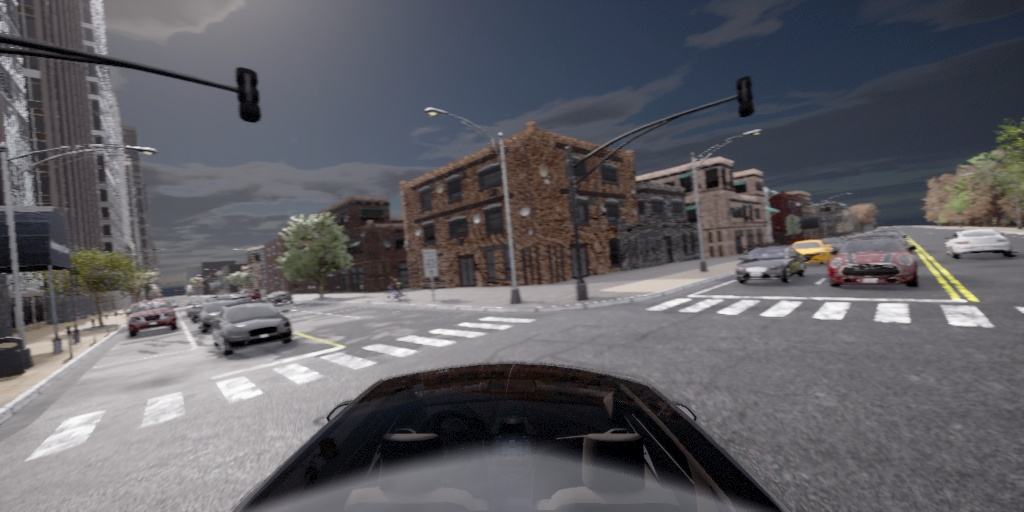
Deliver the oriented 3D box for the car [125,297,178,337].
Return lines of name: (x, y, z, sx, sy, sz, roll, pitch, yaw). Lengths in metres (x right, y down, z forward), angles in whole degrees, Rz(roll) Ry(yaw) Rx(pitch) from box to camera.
car: (-21.239, 3.556, 21.369, 2.192, 1.841, 5.009, 0, 0, -44)

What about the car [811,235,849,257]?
car: (26.765, -0.849, 30.107, 4.892, 1.490, 1.837, -5, -1, -43)

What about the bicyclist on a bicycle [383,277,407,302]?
bicyclist on a bicycle: (-7.590, 2.140, 23.247, 1.656, 1.620, 0.582, -4, -2, -44)

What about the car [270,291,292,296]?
car: (-22.776, 4.108, 35.221, 2.007, 1.370, 4.403, 0, 0, -44)

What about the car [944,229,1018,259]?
car: (24.226, -0.688, 18.745, 4.674, 1.442, 1.812, -5, -1, -43)

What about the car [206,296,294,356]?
car: (-9.352, 2.411, 12.795, 1.837, 1.490, 4.892, -5, -1, -44)

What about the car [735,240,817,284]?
car: (11.700, 0.334, 16.164, 4.902, 1.511, 2.128, -5, -1, -41)

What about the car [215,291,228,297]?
car: (-35.583, 5.495, 44.621, 1.837, 1.490, 4.892, -5, -1, -44)

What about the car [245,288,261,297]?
car: (-34.744, 5.255, 47.690, 2.192, 1.841, 5.009, 0, 0, -44)

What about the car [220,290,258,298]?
car: (-28.241, 4.633, 37.020, 2.128, 1.511, 4.902, -5, -1, -43)

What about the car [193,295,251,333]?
car: (-15.846, 3.162, 19.558, 1.837, 1.490, 4.892, -5, -1, -44)

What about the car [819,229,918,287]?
car: (12.926, 0.066, 12.899, 4.553, 1.767, 2.097, -5, -1, -43)

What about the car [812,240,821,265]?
car: (19.104, -0.267, 23.066, 5.008, 1.535, 1.882, -5, -1, -43)

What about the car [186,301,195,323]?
car: (-22.229, 3.997, 26.234, 1.895, 1.301, 4.718, -5, -1, -44)

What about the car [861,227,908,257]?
car: (26.764, -1.032, 25.721, 4.553, 1.767, 2.097, -5, -1, -43)
